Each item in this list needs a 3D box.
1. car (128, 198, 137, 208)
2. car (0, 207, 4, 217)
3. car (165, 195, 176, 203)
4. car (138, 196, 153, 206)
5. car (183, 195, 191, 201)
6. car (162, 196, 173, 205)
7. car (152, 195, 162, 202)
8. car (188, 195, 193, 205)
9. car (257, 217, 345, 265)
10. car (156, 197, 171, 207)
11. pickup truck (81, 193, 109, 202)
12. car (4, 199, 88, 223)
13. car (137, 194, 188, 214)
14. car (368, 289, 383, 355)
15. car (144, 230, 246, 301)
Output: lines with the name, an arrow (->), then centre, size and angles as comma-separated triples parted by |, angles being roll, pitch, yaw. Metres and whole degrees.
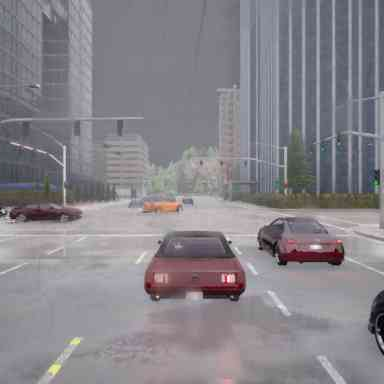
car -> -7.796, 1.526, 47.443 | 1.812, 1.442, 4.674 | 0, 0, 1
car -> -18.283, 1.492, 28.107 | 4.902, 1.511, 2.128 | 0, 0, 0
car -> -4.556, 1.525, 71.826 | 2.128, 1.511, 4.902 | 0, 0, -1
car -> -7.914, 1.505, 56.697 | 1.837, 1.490, 4.892 | 0, 0, -1
car -> -1.300, 1.553, 88.541 | 1.994, 1.385, 4.181 | 0, 0, -1
car -> -4.468, 1.505, 61.386 | 1.837, 1.490, 4.892 | 0, 0, -1
car -> -8.141, 1.465, 77.570 | 1.882, 1.535, 5.008 | 0, 0, -1
car -> -0.789, 1.525, 60.422 | 1.812, 1.442, 4.674 | 0, 0, -1
car -> 3.576, 1.564, 11.627 | 1.994, 1.385, 4.181 | 0, 0, 0
car -> -4.353, 1.547, 51.544 | 2.033, 1.411, 5.357 | 0, 0, -1
pickup truck -> -21.201, 1.059, 73.315 | 2.390, 2.098, 6.274 | 0, 0, 30
car -> -10.731, 1.477, 24.668 | 5.008, 1.535, 1.882 | 0, 0, 0
car -> -3.020, 1.352, 34.862 | 2.097, 1.767, 4.553 | 0, 0, 40
car -> 3.608, 1.564, 3.216 | 1.994, 1.385, 4.181 | 0, 0, -1
car -> 0.070, 1.601, 8.268 | 1.895, 1.301, 4.718 | 0, 0, 0
